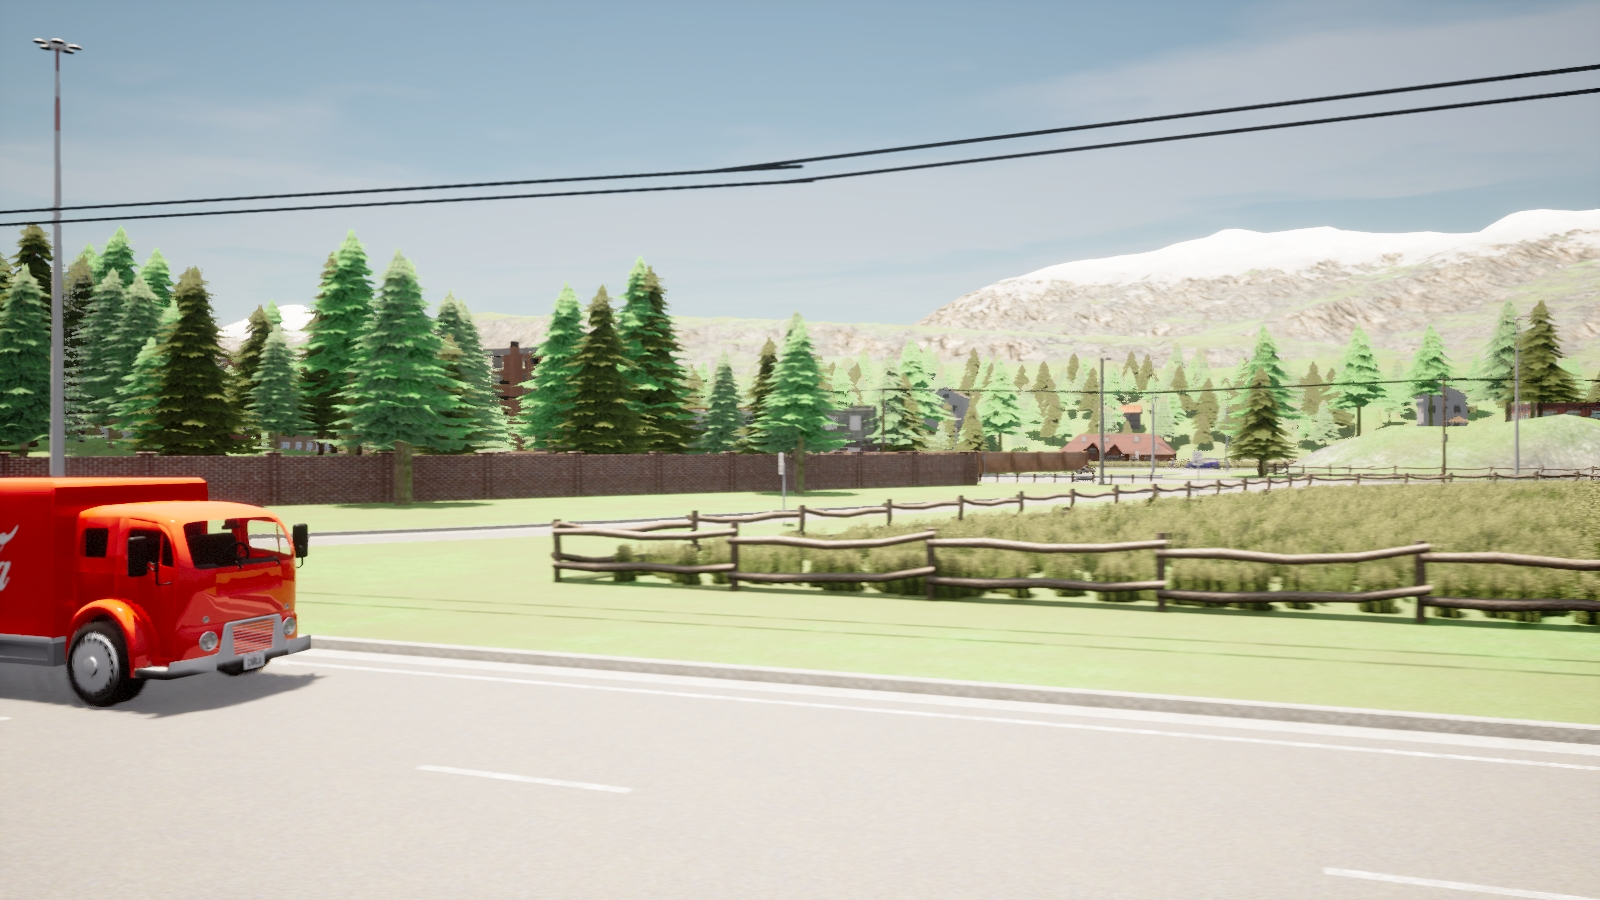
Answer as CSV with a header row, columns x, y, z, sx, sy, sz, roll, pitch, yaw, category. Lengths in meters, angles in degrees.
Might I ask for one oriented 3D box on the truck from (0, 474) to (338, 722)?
x,y,z,sx,sy,sz,roll,pitch,yaw,category
-8.657,1.568,13.898,5.204,2.467,2.627,0,0,20,truck
